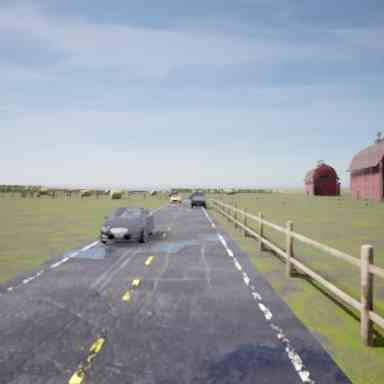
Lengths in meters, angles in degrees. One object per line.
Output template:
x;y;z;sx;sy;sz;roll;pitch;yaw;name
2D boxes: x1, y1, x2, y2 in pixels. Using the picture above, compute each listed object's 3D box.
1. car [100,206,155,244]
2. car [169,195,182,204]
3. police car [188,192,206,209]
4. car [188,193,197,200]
-2.846;1.423;15.416;2.128;1.511;4.902;0;0;0;car
-2.790;1.220;57.153;1.882;1.535;5.008;0;0;0;car
0.834;1.234;42.711;1.930;1.638;5.238;0;0;0;police car
0.020;1.037;76.798;2.033;1.411;5.357;0;0;0;car
